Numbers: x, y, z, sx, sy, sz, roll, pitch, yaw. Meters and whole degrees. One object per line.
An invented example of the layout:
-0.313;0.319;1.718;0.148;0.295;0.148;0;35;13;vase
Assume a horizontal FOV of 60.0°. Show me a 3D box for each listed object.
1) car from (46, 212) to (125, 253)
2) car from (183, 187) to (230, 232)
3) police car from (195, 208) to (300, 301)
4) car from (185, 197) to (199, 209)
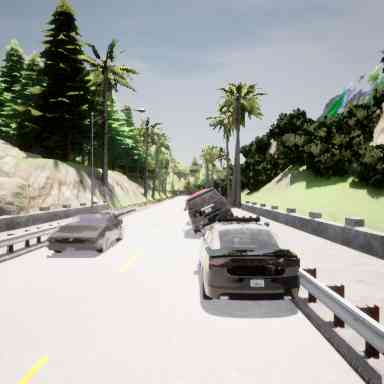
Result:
-4.101;1.547;13.897;2.033;1.411;5.357;0;0;0;car
0.818;0.955;18.435;2.150;2.045;5.566;-25;0;0;car
1.158;1.426;8.521;1.930;1.638;5.238;0;0;0;police car
0.026;1.505;45.254;1.837;1.490;4.892;0;0;0;car
